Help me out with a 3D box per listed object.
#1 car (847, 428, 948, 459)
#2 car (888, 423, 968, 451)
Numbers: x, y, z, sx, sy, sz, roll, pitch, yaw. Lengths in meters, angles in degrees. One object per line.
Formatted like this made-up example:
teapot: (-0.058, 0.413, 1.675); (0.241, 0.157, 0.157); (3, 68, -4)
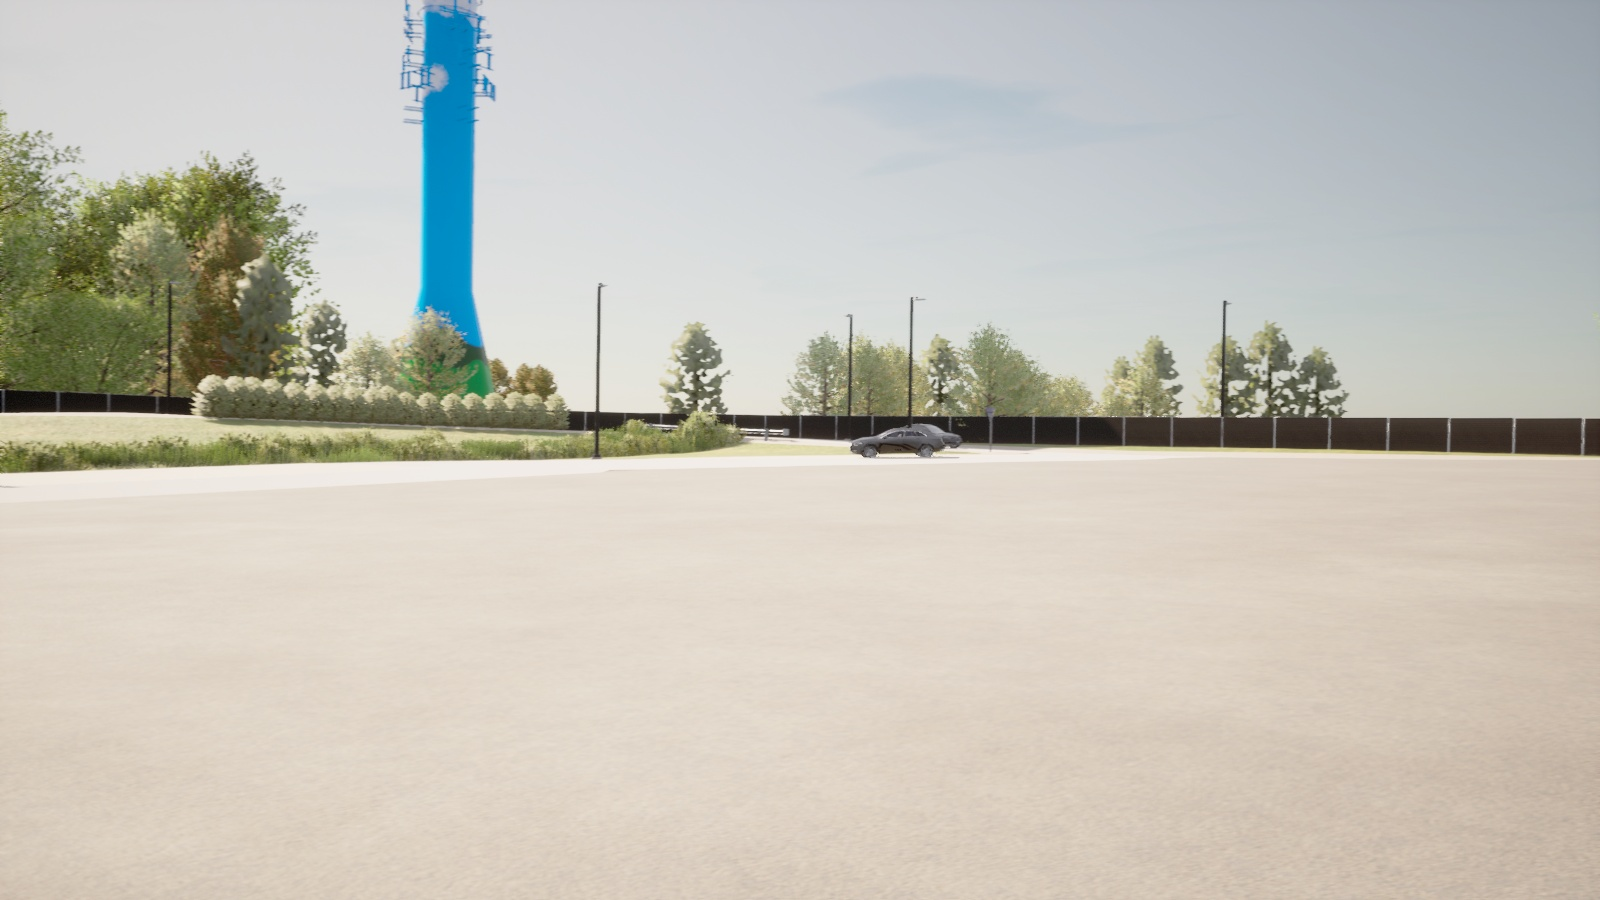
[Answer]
car: (4.988, -0.346, 64.593); (4.902, 1.511, 2.128); (0, 2, -4)
car: (7.870, -0.796, 77.344); (4.674, 1.442, 1.812); (4, 2, 41)
